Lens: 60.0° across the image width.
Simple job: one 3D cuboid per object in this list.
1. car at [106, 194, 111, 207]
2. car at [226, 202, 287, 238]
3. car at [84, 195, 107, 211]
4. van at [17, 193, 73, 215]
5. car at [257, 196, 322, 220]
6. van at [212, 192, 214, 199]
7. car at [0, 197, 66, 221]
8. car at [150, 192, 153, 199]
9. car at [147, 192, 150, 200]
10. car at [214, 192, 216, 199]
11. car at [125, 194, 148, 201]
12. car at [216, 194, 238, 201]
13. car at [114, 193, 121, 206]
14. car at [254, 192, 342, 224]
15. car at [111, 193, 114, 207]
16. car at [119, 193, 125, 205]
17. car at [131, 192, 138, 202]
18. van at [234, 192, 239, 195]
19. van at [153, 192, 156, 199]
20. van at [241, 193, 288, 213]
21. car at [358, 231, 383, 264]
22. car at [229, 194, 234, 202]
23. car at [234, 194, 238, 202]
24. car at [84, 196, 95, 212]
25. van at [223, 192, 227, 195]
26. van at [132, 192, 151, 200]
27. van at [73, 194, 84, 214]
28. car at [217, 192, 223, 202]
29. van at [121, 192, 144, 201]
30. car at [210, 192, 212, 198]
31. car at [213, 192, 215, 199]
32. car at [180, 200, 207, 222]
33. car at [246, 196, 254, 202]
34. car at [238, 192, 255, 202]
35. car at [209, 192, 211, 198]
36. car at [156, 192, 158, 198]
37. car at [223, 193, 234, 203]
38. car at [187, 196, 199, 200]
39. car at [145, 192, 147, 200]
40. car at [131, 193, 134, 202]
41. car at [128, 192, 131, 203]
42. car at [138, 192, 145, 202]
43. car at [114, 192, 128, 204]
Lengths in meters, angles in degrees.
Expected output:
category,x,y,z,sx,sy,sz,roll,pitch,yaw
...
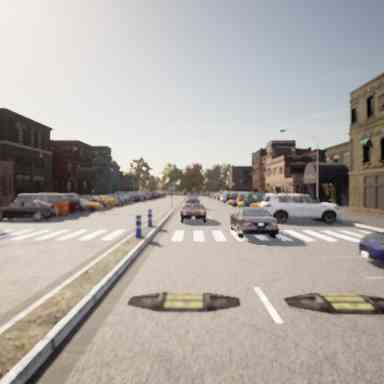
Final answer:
category,x,y,z,sx,sy,sz,roll,pitch,yaw
car,-12.574,1.288,38.923,5.008,1.535,2.097,0,0,0
car,3.093,1.494,17.397,2.033,1.411,5.357,0,0,0
car,-12.397,1.299,36.143,5.366,1.575,1.946,0,0,0
van,-12.705,1.117,27.804,4.442,1.987,1.878,0,0,0
car,7.671,1.260,26.479,4.553,1.767,2.185,0,0,0
van,7.522,0.967,76.111,4.442,1.987,1.878,0,0,0
car,-12.584,1.357,25.026,4.892,1.521,2.231,0,0,0
car,-12.545,1.220,80.482,4.674,1.452,2.002,0,0,0
car,-12.525,0.929,72.269,5.566,2.045,2.435,0,0,0
car,7.633,1.205,67.964,4.892,1.521,2.231,0,0,0
car,-12.545,1.181,75.050,4.892,1.521,2.231,0,0,0
car,7.637,1.235,73.478,4.674,1.452,2.002,0,0,0
car,-12.571,1.260,44.483,5.008,1.535,2.097,0,0,0
car,7.668,1.147,23.843,5.566,2.045,2.435,0,0,0
car,-12.609,1.148,41.701,4.553,1.767,2.185,0,0,0
car,-12.579,1.248,47.260,4.892,1.521,2.231,0,0,0
car,-12.558,1.207,58.376,4.892,1.521,2.231,0,0,0
van,7.756,1.083,40.391,4.442,1.987,1.878,0,0,0
van,-12.426,0.958,86.164,4.442,1.987,1.878,0,0,0
van,7.523,1.114,34.876,4.442,1.987,1.878,0,0,0
car,7.610,1.483,10.056,4.792,1.488,2.163,0,0,0
car,7.637,1.335,43.149,4.674,1.452,2.002,0,0,0
car,7.645,1.324,37.635,5.008,1.535,2.097,0,0,0
car,-12.586,1.356,33.364,4.674,1.452,2.002,0,0,0
van,7.756,1.018,54.177,4.442,1.987,1.878,0,0,0
van,-12.662,0.956,83.387,4.442,1.987,1.878,0,0,0
van,-12.703,1.104,30.583,4.442,1.987,1.878,0,0,0
car,7.668,0.982,56.935,5.566,2.045,2.435,0,0,0
van,-12.439,0.958,69.491,4.442,1.987,1.878,0,0,0
car,7.633,1.193,81.749,4.892,1.521,2.231,0,0,0
car,7.825,1.196,70.720,5.366,1.575,1.946,0,0,0
car,0.098,1.512,25.382,1.895,1.301,4.718,0,0,0
car,7.634,1.371,29.236,5.008,1.535,2.097,0,0,0
car,7.668,1.105,32.118,5.566,2.045,2.435,0,0,0
car,7.633,1.195,87.263,4.892,1.521,2.231,0,0,0
car,-12.569,0.938,88.945,5.566,2.045,2.435,0,0,0
car,7.454,1.277,45.907,5.366,1.575,1.946,0,0,0
car,0.099,1.327,41.547,1.837,1.490,4.892,0,0,0
car,-12.373,1.185,66.712,5.366,1.575,1.946,0,0,0
car,-12.564,1.255,55.597,4.674,1.452,2.002,0,0,0
car,-12.538,1.099,52.818,4.553,1.767,2.185,0,0,0
car,-12.532,0.941,63.934,5.566,2.045,2.435,0,0,0
car,-12.540,1.109,50.037,4.553,1.767,2.185,0,0,0
